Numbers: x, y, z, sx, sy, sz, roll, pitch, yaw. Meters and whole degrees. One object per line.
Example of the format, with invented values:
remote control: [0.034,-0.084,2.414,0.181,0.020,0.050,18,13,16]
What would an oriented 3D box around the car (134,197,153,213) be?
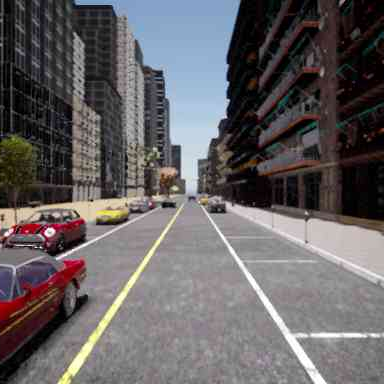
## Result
car: [-5.676,1.483,35.431,2.008,1.369,4.403,0,0,0]

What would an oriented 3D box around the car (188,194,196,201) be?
car: [0.030,1.223,75.578,2.128,1.511,4.902,0,0,0]

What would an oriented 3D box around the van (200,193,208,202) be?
van: [2.718,1.226,74.155,1.690,1.788,3.998,0,0,0]

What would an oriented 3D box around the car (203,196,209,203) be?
car: [2.706,1.474,40.960,2.008,1.369,4.403,0,0,0]

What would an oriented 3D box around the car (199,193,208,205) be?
car: [2.372,1.359,56.416,1.801,1.575,5.366,0,0,0]

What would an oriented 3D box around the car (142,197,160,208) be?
car: [-5.672,1.465,46.495,2.008,1.369,4.403,0,0,0]

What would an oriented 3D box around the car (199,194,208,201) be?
car: [2.720,1.321,79.688,1.967,1.590,4.097,0,0,0]

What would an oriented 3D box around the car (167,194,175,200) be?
car: [-5.656,1.397,90.587,1.752,1.417,4.829,0,0,0]

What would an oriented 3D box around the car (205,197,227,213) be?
car: [2.704,1.483,35.427,2.008,1.369,4.403,0,0,0]

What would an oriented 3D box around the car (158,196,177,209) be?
car: [-3.067,1.519,44.462,1.895,1.301,4.718,0,0,0]

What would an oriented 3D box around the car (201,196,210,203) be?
car: [2.716,1.471,68.623,1.802,1.307,4.206,0,0,0]

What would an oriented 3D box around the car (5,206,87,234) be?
car: [-5.685,1.411,13.299,1.967,1.590,4.097,0,0,0]

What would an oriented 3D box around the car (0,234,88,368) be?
car: [-3.091,1.590,4.646,1.895,1.301,4.718,0,0,0]

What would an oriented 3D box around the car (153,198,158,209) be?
car: [-5.674,1.363,40.963,1.967,1.590,4.097,0,0,0]

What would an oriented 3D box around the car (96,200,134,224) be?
car: [-5.681,1.476,24.195,1.752,1.417,4.829,0,0,0]
